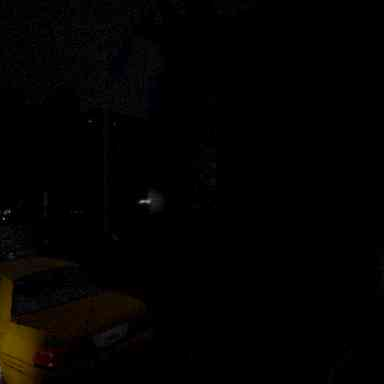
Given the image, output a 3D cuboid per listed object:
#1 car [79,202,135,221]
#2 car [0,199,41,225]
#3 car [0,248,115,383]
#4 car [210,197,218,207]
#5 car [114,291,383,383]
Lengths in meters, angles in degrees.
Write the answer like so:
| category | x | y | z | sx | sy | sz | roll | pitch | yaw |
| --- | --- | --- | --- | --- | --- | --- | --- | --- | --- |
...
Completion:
| category | x | y | z | sx | sy | sz | roll | pitch | yaw |
| --- | --- | --- | --- | --- | --- | --- | --- | --- | --- |
| car | -6.855 | 1.467 | 25.960 | 2.033 | 1.411 | 5.357 | -1 | 0 | 37 |
| car | -11.850 | 1.343 | 24.246 | 2.097 | 1.767 | 4.553 | -1 | 0 | 37 |
| car | -2.703 | 1.527 | 4.990 | 4.829 | 1.417 | 1.752 | 0 | 0 | 37 |
| car | 4.350 | 1.257 | 45.648 | 1.837 | 1.490 | 4.892 | -1 | 0 | 37 |
| car | 1.761 | 1.419 | 1.598 | 4.097 | 1.590 | 1.967 | 0 | 0 | 37 |
